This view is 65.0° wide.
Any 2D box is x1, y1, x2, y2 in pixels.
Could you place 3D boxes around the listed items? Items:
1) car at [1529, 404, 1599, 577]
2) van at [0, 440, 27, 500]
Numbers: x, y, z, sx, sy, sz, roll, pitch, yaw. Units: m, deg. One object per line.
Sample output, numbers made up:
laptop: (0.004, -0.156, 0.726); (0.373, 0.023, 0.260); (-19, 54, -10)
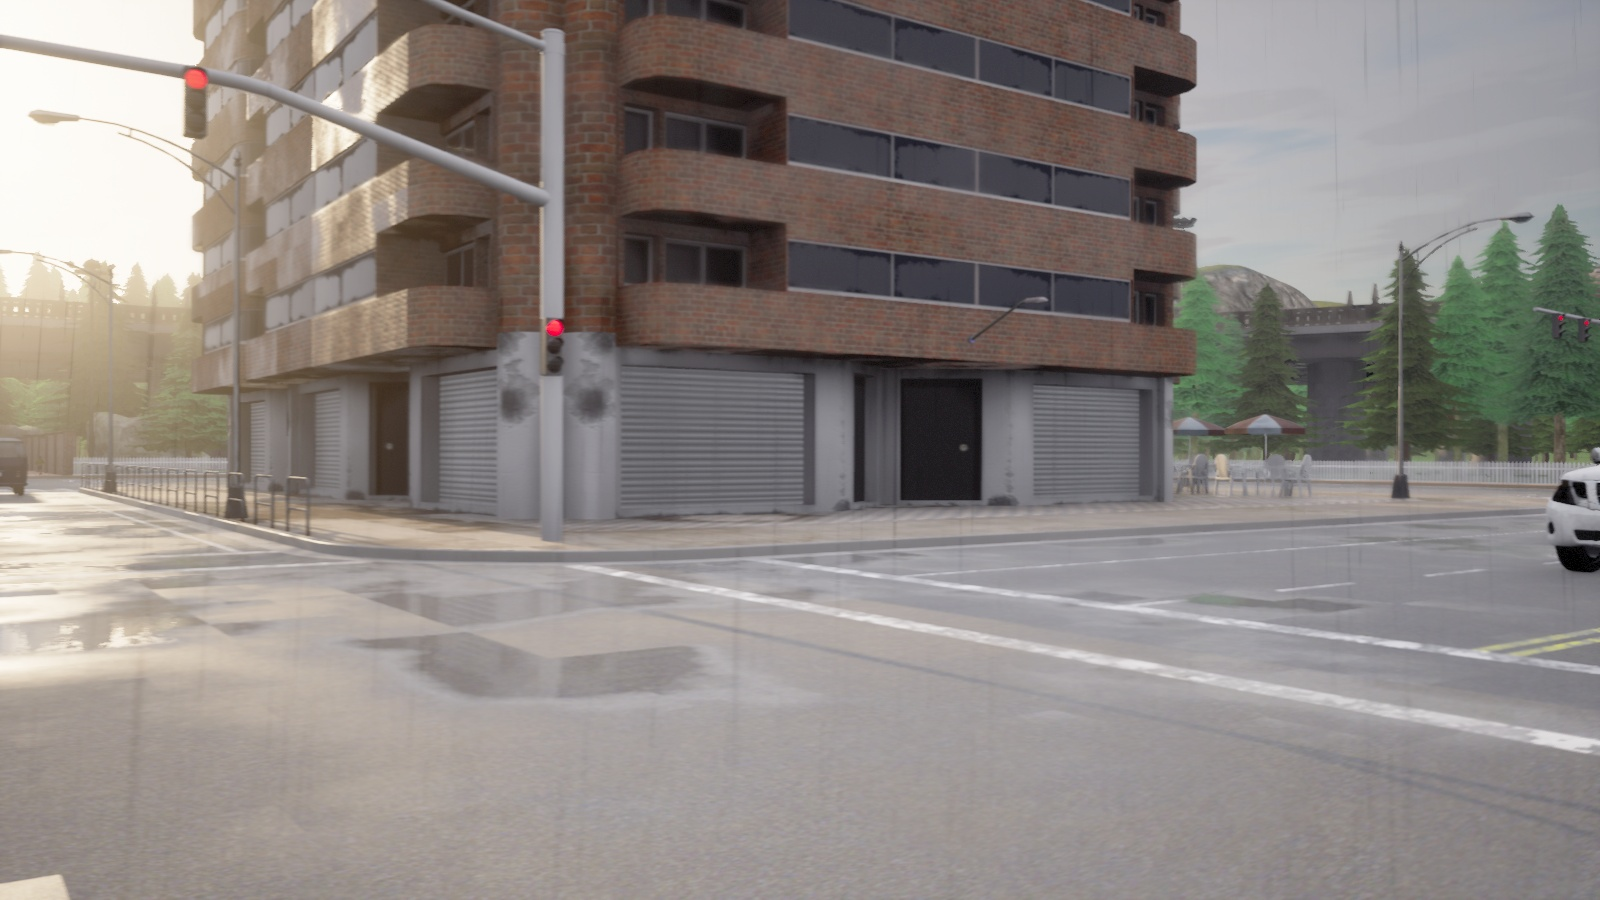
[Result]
car: (11.892, 0.478, 16.200); (5.566, 2.045, 2.150); (0, 0, -35)
van: (-27.595, 0.661, 42.906); (1.775, 1.987, 4.442); (0, 0, -35)
